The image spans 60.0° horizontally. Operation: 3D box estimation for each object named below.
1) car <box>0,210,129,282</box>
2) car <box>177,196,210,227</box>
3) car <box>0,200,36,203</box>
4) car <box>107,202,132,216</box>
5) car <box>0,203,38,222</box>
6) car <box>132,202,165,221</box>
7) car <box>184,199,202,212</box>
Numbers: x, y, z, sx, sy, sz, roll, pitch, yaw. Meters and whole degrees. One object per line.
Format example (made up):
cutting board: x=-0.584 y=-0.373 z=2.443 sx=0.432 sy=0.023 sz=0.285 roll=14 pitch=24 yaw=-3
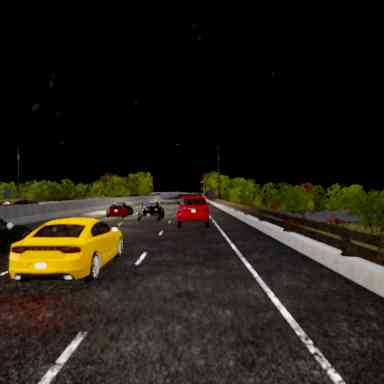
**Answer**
car: x=-3.402 y=1.517 z=9.952 sx=1.882 sy=1.535 sz=5.008 roll=0 pitch=0 yaw=0
car: x=0.097 y=1.313 z=23.863 sx=2.150 sy=2.045 sz=5.566 roll=0 pitch=0 yaw=0
car: x=-17.551 y=1.611 z=34.636 sx=1.882 sy=1.535 sz=5.008 roll=0 pitch=0 yaw=0
car: x=-6.905 y=1.688 z=32.217 sx=1.994 sy=1.385 sz=4.181 roll=0 pitch=0 yaw=0
car: x=-6.901 y=1.393 z=10.473 sx=2.097 sy=1.767 sz=4.553 roll=0 pitch=0 yaw=0
car: x=-3.405 y=1.601 z=28.481 sx=2.128 sy=1.511 sz=4.902 roll=0 pitch=0 yaw=0
car: x=0.094 y=1.654 z=42.278 sx=2.128 sy=1.511 sz=4.902 roll=0 pitch=0 yaw=0
